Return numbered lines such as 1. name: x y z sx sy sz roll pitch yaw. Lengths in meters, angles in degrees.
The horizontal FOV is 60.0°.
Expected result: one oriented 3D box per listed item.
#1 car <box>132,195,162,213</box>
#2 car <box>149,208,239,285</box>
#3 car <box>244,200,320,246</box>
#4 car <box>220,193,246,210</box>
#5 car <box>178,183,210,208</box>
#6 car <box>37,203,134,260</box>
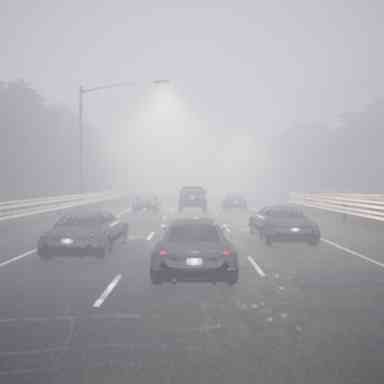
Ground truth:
1. car: -3.446 0.890 26.384 1.895 1.301 4.718 0 2 0
2. car: 0.057 1.336 8.794 1.994 1.385 4.181 0 1 0
3. car: 3.571 1.216 13.476 1.994 1.385 4.181 0 2 0
4. car: 3.559 0.778 28.885 1.994 1.385 4.181 0 2 0
5. car: 0.059 0.487 27.114 2.150 2.045 5.566 0 2 0
6. car: -3.434 1.275 11.178 1.994 1.385 4.181 0 1 0
